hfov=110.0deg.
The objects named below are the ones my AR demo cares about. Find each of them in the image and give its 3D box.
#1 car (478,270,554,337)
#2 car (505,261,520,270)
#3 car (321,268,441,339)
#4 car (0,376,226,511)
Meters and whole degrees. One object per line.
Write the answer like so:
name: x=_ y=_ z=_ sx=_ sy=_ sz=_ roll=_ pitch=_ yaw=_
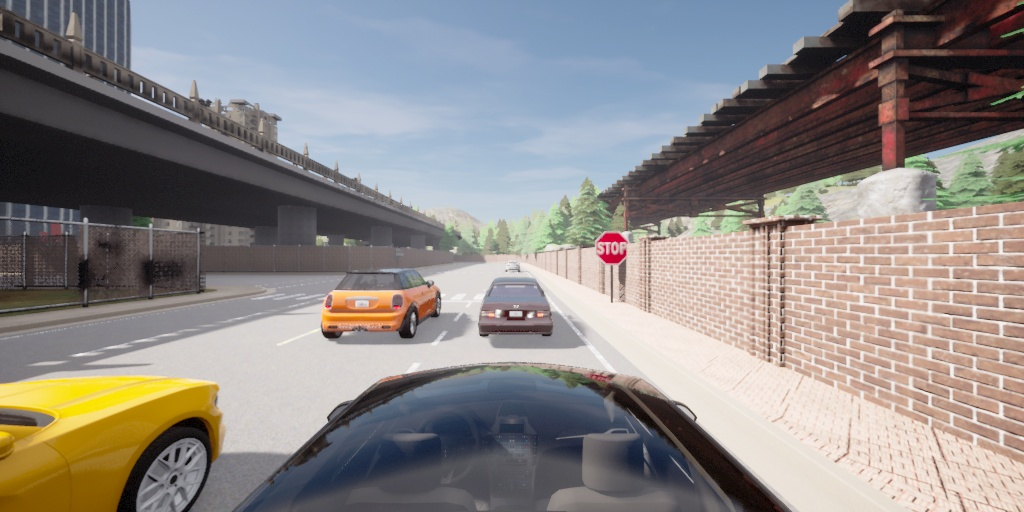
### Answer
car: x=0.083 y=1.306 z=10.306 sx=2.033 sy=1.411 sz=5.357 roll=0 pitch=0 yaw=0
car: x=0.087 y=1.319 z=46.189 sx=1.812 sy=1.442 sz=4.674 roll=0 pitch=0 yaw=-1
car: x=-3.418 y=1.110 z=10.285 sx=2.097 sy=1.767 sz=4.553 roll=0 pitch=0 yaw=0
car: x=-3.396 y=1.227 z=1.028 sx=1.882 sy=1.535 sz=5.008 roll=0 pitch=0 yaw=0
